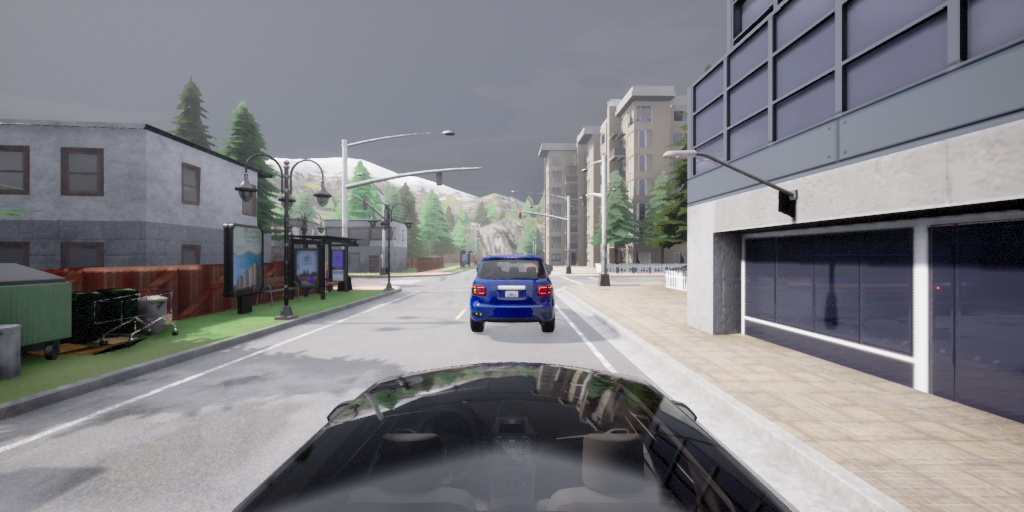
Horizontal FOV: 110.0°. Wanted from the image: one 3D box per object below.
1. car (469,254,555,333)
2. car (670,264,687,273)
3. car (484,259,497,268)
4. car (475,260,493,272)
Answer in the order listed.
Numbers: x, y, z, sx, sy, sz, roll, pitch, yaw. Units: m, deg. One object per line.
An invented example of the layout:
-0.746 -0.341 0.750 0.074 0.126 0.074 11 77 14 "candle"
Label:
0.050 0.971 10.939 2.150 2.045 5.566 0 0 1 "car"
16.499 1.269 31.858 4.892 1.490 1.837 0 0 -2 "car"
-3.582 1.227 60.850 1.882 1.535 5.008 0 0 0 "car"
-3.599 1.297 47.279 2.033 1.411 5.357 0 0 0 "car"
